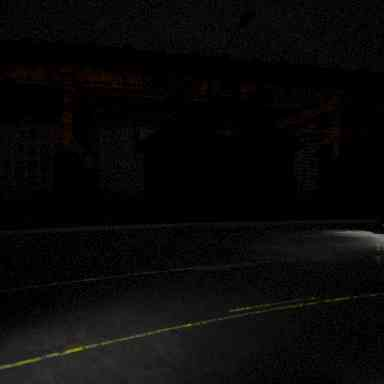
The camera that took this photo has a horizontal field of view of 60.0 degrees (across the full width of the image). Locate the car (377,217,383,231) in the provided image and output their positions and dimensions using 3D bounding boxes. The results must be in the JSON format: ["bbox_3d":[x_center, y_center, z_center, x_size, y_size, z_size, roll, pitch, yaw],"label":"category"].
[{"bbox_3d":[12.587,1.525,18.233,4.674,1.442,1.812,0,0,-11],"label":"car"}]
